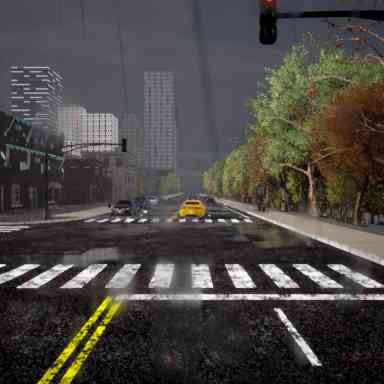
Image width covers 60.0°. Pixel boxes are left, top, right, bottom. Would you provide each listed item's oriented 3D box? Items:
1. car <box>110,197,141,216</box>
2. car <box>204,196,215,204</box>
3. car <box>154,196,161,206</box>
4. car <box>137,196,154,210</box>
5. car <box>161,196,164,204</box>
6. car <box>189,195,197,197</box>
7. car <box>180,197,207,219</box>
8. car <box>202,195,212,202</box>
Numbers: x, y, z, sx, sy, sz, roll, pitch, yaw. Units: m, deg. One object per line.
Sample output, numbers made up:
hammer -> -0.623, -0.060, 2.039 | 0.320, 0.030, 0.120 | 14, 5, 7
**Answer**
car -> -6.561, 1.516, 32.564 | 1.812, 1.442, 4.674 | 0, 0, 0
car -> 3.410, 1.523, 63.768 | 2.033, 1.411, 5.357 | 0, 0, 0
car -> -6.532, 1.507, 53.050 | 1.812, 1.442, 4.674 | 0, 0, 0
car -> -6.548, 1.337, 42.757 | 2.097, 1.767, 4.553 | 0, 0, 0
car -> -6.484, 1.468, 63.493 | 2.128, 1.511, 4.902 | 0, 0, 1
car -> 0.156, 1.330, 58.935 | 2.097, 1.767, 4.553 | 0, 0, 0
car -> 0.070, 1.469, 29.308 | 1.882, 1.535, 5.008 | 1, 0, 3
car -> 3.328, 1.510, 74.422 | 2.033, 1.411, 5.357 | 0, 0, 0
